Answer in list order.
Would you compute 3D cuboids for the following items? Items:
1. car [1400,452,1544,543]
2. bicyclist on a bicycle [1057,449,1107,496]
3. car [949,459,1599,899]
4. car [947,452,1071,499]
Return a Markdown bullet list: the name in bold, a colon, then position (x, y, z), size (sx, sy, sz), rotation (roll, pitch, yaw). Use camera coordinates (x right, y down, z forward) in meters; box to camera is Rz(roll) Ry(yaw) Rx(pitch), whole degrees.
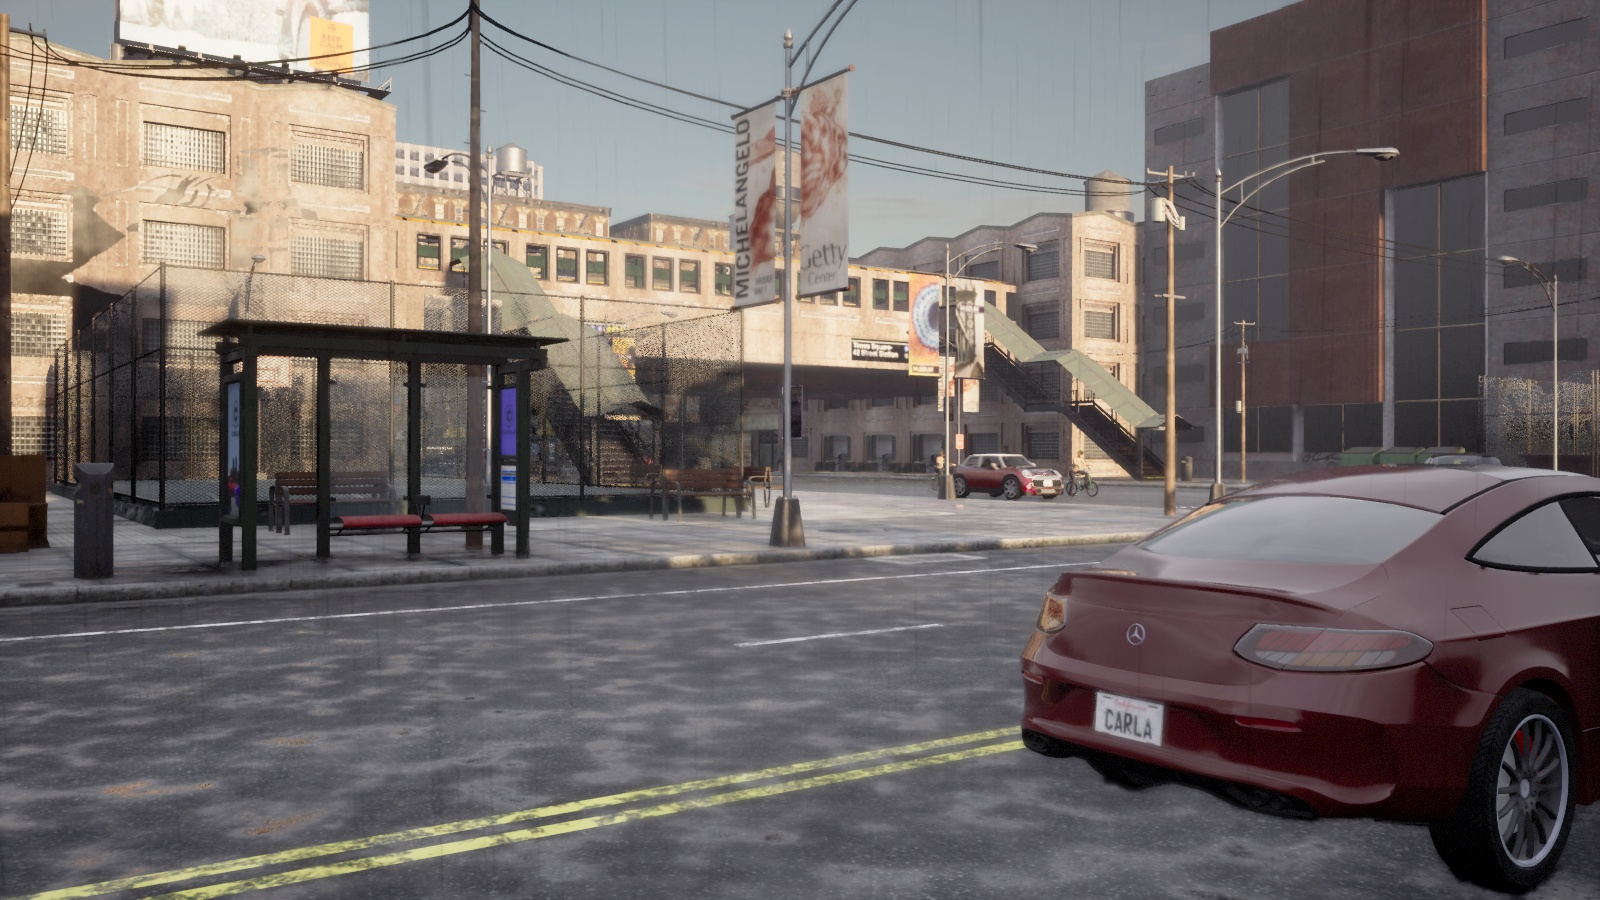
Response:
- **car**: position (12.035, 0.789, 22.707), size (1.845, 1.501, 3.633), rotation (0, 0, 21)
- **bicyclist on a bicycle**: position (9.808, 0.767, 43.643), size (0.866, 1.612, 1.509), rotation (0, 0, -35)
- **car**: position (3.046, 0.778, 5.767), size (4.674, 1.442, 1.812), rotation (0, 0, -35)
- **car**: position (6.890, 0.797, 41.720), size (1.970, 1.475, 3.806), rotation (0, 0, -34)
